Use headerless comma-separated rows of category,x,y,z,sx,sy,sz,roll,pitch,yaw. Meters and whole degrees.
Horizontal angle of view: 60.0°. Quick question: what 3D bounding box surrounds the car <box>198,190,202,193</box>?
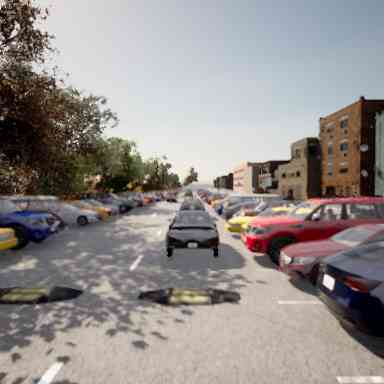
car,4.558,0.870,66.669,5.566,2.045,2.435,0,0,0

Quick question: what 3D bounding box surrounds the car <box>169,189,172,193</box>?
car,-8.581,0.745,83.369,5.566,2.045,2.435,0,0,0

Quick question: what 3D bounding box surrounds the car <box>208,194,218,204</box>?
car,4.720,1.326,36.054,5.366,1.575,1.946,0,0,0

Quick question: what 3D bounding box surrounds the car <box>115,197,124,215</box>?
car,-8.551,1.377,27.672,4.892,1.521,2.231,0,0,0

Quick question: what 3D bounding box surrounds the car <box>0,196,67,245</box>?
car,-8.514,1.197,13.746,5.566,2.045,2.435,0,0,0

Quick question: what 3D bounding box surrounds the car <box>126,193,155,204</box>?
car,-8.579,1.077,55.521,4.553,1.767,2.185,0,0,0

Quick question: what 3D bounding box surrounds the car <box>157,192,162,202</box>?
car,-8.519,1.192,61.091,4.792,1.488,2.163,0,0,0

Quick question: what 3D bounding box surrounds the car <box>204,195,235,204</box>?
car,4.525,1.204,55.538,4.892,1.521,2.231,0,0,0

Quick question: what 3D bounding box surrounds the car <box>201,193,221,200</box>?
car,4.499,1.047,80.586,4.792,1.488,2.163,0,0,0

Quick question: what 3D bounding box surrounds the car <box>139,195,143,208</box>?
car,-8.548,1.353,38.812,4.674,1.452,2.002,0,0,0

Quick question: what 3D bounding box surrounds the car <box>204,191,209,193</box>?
car,4.563,1.097,52.753,4.553,1.767,2.185,0,0,0

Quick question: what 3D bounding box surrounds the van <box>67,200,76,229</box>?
van,-8.426,1.208,16.531,4.442,1.987,1.878,0,0,0

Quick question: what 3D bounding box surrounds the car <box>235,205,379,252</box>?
car,4.543,1.448,13.788,5.008,1.535,2.097,0,0,0

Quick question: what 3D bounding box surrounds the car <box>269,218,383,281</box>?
car,4.541,1.516,8.221,4.674,1.452,2.002,0,0,0

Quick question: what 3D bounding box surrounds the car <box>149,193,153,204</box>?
car,-8.552,1.260,47.166,5.008,1.535,2.097,0,0,0

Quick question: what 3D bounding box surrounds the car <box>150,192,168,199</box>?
car,-8.521,0.850,86.155,4.553,1.767,2.185,0,0,0

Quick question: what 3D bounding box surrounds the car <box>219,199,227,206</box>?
car,4.530,1.407,22.137,4.892,1.521,2.231,0,0,0

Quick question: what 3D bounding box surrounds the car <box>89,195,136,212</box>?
car,-8.514,1.204,36.026,4.553,1.767,2.185,0,0,0

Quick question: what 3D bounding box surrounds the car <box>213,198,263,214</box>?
car,4.532,1.386,33.271,4.674,1.452,2.002,0,0,0

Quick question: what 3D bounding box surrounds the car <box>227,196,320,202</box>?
car,4.568,1.295,19.228,4.553,1.767,2.185,0,0,0

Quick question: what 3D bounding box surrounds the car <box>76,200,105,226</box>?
car,-8.546,1.446,22.102,4.674,1.452,2.002,0,0,0

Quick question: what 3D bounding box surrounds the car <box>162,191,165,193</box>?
car,-8.735,1.119,66.536,5.366,1.575,1.946,0,0,0

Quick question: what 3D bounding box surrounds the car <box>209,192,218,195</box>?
car,4.565,1.187,38.837,4.553,1.767,2.185,0,0,0

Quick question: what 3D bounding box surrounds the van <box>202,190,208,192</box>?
van,4.647,0.917,63.886,4.442,1.987,1.878,0,0,0

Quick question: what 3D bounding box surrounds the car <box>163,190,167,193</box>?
car,-8.578,0.850,69.319,5.566,2.045,2.435,0,0,0

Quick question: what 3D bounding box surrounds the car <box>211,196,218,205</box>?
car,4.541,1.361,30.487,5.008,1.535,2.097,0,0,0

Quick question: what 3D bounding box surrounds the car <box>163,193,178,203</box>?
car,-3.563,1.304,58.299,1.895,1.301,4.718,0,0,1

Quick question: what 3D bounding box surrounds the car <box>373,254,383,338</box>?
car,4.544,1.486,2.648,5.008,1.535,2.097,0,0,0

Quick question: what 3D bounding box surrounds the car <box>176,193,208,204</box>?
car,0.040,1.246,28.078,2.097,1.767,4.553,0,0,0

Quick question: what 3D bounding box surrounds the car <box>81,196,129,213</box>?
car,-8.573,1.391,30.455,4.792,1.488,2.163,0,0,0

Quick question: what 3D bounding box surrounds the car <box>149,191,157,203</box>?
car,-8.519,0.990,49.951,5.566,2.045,2.435,0,0,0

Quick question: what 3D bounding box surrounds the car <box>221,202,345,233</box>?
car,4.352,1.431,16.571,5.366,1.575,1.946,0,0,0

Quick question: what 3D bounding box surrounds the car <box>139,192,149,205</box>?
car,-8.515,1.153,44.380,4.553,1.767,2.185,0,0,0

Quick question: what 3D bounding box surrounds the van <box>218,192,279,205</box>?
van,4.419,1.166,24.920,4.442,1.987,1.878,0,0,0

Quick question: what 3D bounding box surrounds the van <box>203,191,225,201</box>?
van,4.646,0.876,69.328,4.442,1.987,1.878,0,0,0

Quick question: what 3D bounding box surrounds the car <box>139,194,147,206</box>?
car,-8.541,1.296,41.596,5.008,1.535,2.097,0,0,0

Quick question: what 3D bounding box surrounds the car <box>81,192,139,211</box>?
car,-8.517,1.095,33.241,5.566,2.045,2.435,0,0,0

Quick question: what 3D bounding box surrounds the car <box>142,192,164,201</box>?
car,-8.519,0.954,72.230,4.553,1.767,2.185,0,0,0

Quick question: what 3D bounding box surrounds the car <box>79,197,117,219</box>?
car,-8.549,1.391,24.887,5.008,1.535,2.097,0,0,0

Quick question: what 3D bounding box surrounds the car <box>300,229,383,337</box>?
car,4.568,1.515,5.436,4.792,1.488,2.163,0,0,0

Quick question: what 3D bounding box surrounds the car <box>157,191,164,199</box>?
car,-8.555,1.142,63.877,5.008,1.535,2.097,0,0,0

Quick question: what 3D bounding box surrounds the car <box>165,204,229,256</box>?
car,0.041,1.464,12.989,2.128,1.511,4.902,0,0,0

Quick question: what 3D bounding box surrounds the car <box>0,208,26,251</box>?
car,-8.727,1.459,10.962,5.366,1.575,1.946,0,0,0
